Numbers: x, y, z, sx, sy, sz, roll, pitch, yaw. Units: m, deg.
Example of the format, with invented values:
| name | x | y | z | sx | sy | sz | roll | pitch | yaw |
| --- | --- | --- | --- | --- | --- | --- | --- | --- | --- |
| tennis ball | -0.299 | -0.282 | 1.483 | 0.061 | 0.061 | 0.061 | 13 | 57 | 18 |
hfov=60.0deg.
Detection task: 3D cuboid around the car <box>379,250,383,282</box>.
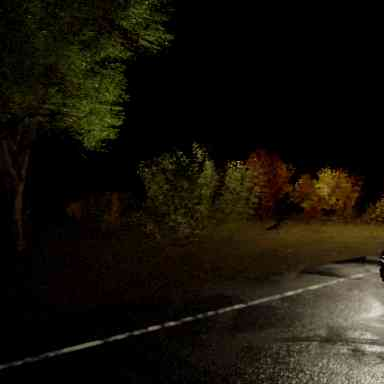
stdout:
| name | x | y | z | sx | sy | sz | roll | pitch | yaw |
| --- | --- | --- | --- | --- | --- | --- | --- | --- | --- |
| car | 6.842 | 1.592 | 8.706 | 5.008 | 1.535 | 1.882 | 1 | 0 | -35 |
